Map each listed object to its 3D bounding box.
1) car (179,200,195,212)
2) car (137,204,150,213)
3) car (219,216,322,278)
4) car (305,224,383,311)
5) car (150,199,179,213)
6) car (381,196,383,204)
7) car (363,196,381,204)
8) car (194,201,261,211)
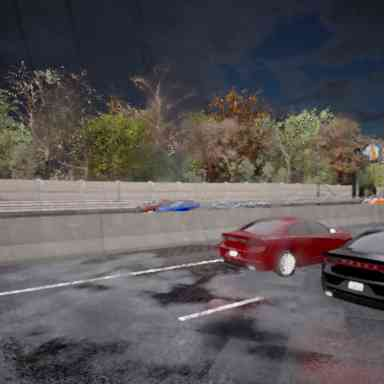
[{"bbox_3d":[1.771,1.502,26.747,4.902,1.511,2.128,0,0,-35],"label":"car"},{"bbox_3d":[-2.892,1.488,32.020,5.008,1.535,1.882,0,0,-35],"label":"car"},{"bbox_3d":[3.111,1.482,10.261,5.008,1.535,1.882,0,0,-35],"label":"car"},{"bbox_3d":[4.856,1.481,7.207,5.008,1.535,1.882,0,0,-35],"label":"car"},{"bbox_3d":[-0.835,1.488,29.189,5.008,1.535,1.882,0,0,-35],"label":"car"},{"bbox_3d":[32.870,1.410,53.134,4.553,1.767,2.097,0,0,-35],"label":"car"},{"bbox_3d":[30.730,1.410,55.903,4.553,1.767,2.097,0,0,-35],"label":"car"},{"bbox_3d":[2.927,1.501,23.273,4.902,1.511,2.128,0,0,-35],"label":"car"}]
